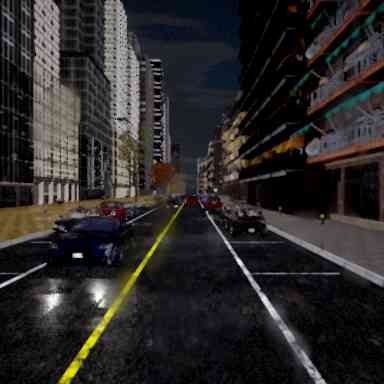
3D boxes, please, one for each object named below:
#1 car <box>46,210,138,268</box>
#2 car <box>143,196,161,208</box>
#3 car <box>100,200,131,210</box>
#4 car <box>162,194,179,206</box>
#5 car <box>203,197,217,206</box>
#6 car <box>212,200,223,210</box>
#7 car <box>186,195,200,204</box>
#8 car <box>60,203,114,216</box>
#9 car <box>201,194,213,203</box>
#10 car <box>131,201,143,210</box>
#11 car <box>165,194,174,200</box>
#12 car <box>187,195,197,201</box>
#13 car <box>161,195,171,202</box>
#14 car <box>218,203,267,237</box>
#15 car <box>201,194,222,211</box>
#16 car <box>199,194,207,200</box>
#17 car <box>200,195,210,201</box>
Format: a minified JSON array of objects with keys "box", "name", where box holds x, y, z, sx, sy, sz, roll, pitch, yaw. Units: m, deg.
[{"box":[-3.097,1.522,10.988,1.994,1.385,4.181,0,0,0],"name":"car"},{"box":[-5.680,1.368,44.715,1.752,1.417,4.829,0,0,0],"name":"car"},{"box":[-5.685,1.356,22.755,1.967,1.590,4.097,0,0,0],"name":"car"},{"box":[-3.052,1.369,52.113,2.033,1.411,5.357,0,0,1],"name":"car"},{"box":[2.701,1.409,50.416,1.802,1.307,4.206,0,0,0],"name":"car"},{"box":[2.695,1.467,22.753,2.008,1.369,4.403,0,0,0],"name":"car"},{"box":[0.014,1.288,56.288,1.882,1.535,5.008,0,0,0],"name":"car"},{"box":[-5.687,1.486,17.223,2.008,1.369,4.403,0,0,0],"name":"car"},{"box":[2.704,1.236,61.480,1.967,1.590,4.097,0,0,0],"name":"car"},{"box":[-5.684,1.447,28.287,2.008,1.369,4.403,0,0,0],"name":"car"},{"box":[-5.671,1.283,83.614,1.887,1.381,4.507,0,0,0],"name":"car"},{"box":[0.017,1.211,69.842,1.895,1.301,4.718,0,0,0],"name":"car"},{"box":[-5.673,1.291,72.378,1.752,1.417,4.829,0,0,0],"name":"car"},{"box":[2.694,1.487,17.220,2.008,1.369,4.403,0,0,0],"name":"car"},{"box":[2.397,1.217,37.989,2.097,1.767,4.553,0,0,0],"name":"car"},{"box":[2.709,1.290,83.612,2.008,1.369,4.403,0,0,0],"name":"car"},{"box":[2.707,1.317,72.546,2.008,1.369,4.403,0,0,0],"name":"car"}]
